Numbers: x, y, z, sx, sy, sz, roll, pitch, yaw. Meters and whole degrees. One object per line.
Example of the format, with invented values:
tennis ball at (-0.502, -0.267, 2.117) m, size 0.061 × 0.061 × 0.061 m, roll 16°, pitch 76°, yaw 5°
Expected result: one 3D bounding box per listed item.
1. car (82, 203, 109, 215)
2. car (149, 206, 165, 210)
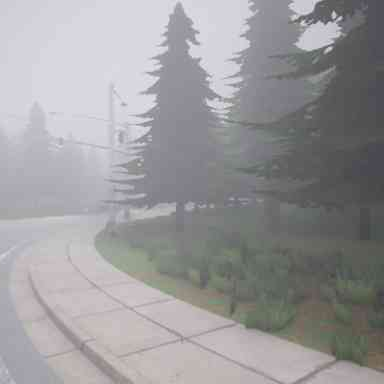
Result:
car at (-9.724, 1.647, 35.958) m, size 2.128 × 1.511 × 4.902 m, roll 0°, pitch 0°, yaw 25°
car at (-5.315, 1.702, 44.982) m, size 1.812 × 1.442 × 4.674 m, roll 0°, pitch 0°, yaw 27°
